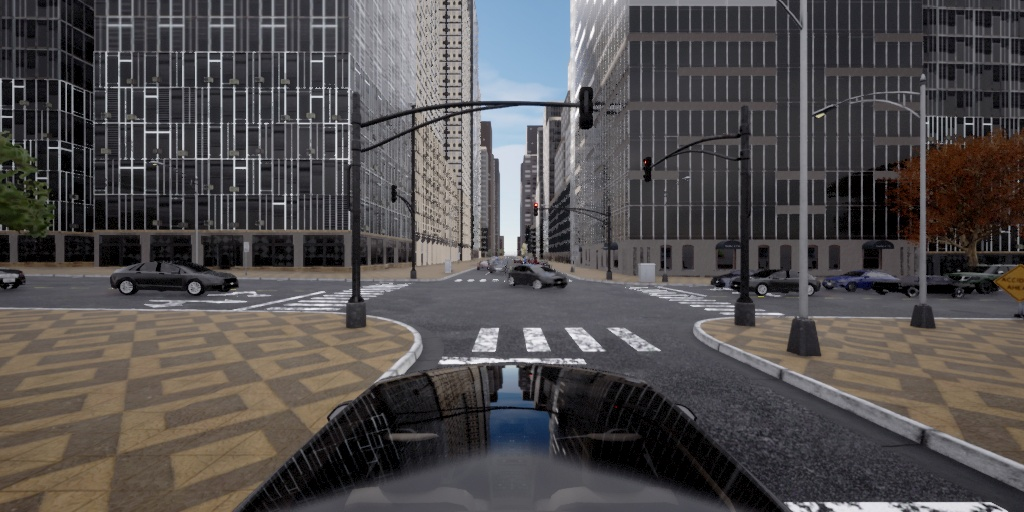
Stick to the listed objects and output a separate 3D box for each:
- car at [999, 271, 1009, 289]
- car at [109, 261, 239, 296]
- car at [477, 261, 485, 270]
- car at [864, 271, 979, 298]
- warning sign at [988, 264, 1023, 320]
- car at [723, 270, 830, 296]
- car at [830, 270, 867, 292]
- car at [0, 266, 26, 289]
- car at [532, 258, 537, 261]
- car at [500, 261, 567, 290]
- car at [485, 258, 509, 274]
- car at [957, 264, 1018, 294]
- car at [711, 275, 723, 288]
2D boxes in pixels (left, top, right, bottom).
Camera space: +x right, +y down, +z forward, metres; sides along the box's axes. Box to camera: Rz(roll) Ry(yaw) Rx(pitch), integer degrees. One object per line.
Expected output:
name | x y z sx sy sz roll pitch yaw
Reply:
car | 34.124 1.913 22.418 4.674 1.442 1.812 1 0 -2
car | -15.512 0.994 16.649 4.892 1.490 1.837 1 0 -3
car | -4.048 1.340 51.463 1.802 1.307 4.207 0 0 0
car | 25.033 1.825 22.004 4.718 1.301 1.895 1 0 -3
warning sign | 17.270 1.204 12.178 1.060 1.860 1.300 0 0 -3
car | 15.789 1.563 21.579 4.892 1.490 1.837 1 0 -4
car | 24.561 1.740 25.232 4.674 1.442 1.812 1 0 -3
car | -25.296 0.801 16.194 4.902 1.511 2.128 1 0 -3
car | 3.907 1.326 45.974 1.948 1.339 4.313 0 0 0
car | 1.434 1.278 22.733 1.837 1.490 4.892 -2 1 -32
car | -1.531 1.256 40.537 2.128 1.511 4.902 0 0 0
car | 34.189 1.608 25.680 5.566 2.045 2.150 1 0 -3
car | 16.160 1.628 24.840 4.181 1.385 1.994 1 0 -3
